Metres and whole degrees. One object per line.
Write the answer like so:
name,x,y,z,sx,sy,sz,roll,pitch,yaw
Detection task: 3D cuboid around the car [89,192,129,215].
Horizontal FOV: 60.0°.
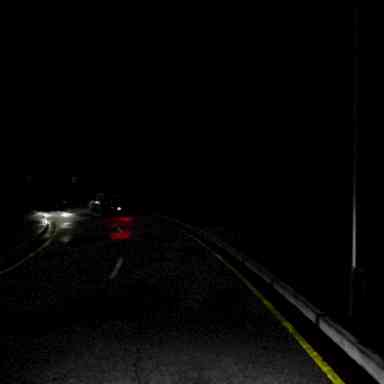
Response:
car,-6.058,0.779,24.045,1.837,1.490,4.892,0,2,-31

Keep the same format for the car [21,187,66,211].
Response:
car,-11.762,0.631,26.719,1.882,1.535,5.008,-1,2,-42

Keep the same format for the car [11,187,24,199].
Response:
car,-18.438,0.185,36.893,5.357,1.411,2.033,3,3,38
